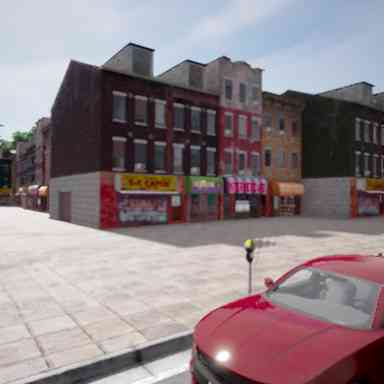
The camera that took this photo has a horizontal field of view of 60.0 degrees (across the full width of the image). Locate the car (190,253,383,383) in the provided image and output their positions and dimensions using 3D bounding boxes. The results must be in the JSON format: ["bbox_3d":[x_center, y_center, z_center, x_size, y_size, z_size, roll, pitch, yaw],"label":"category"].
[{"bbox_3d":[2.048,1.551,4.269,4.507,1.381,1.887,0,1,-36],"label":"car"}]
